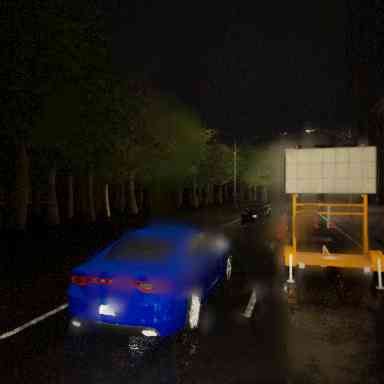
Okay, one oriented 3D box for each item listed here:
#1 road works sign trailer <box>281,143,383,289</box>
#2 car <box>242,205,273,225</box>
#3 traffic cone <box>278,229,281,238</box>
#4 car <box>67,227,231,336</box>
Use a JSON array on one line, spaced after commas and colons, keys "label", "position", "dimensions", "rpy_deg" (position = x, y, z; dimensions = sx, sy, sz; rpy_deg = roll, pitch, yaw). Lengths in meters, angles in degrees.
[{"label": "road works sign trailer", "position": [3.836, 0.471, 9.360], "dimensions": [2.380, 3.560, 2.880], "rpy_deg": [0, 0, 17]}, {"label": "car", "position": [4.870, 1.616, 24.508], "dimensions": [1.994, 1.385, 4.181], "rpy_deg": [0, 0, 17]}, {"label": "traffic cone", "position": [4.440, 1.980, 16.488], "dimensions": [0.340, 0.580, 0.340], "rpy_deg": [0, 0, 17]}, {"label": "car", "position": [-0.443, 1.479, 6.956], "dimensions": [1.882, 1.535, 5.008], "rpy_deg": [0, 0, 17]}]
